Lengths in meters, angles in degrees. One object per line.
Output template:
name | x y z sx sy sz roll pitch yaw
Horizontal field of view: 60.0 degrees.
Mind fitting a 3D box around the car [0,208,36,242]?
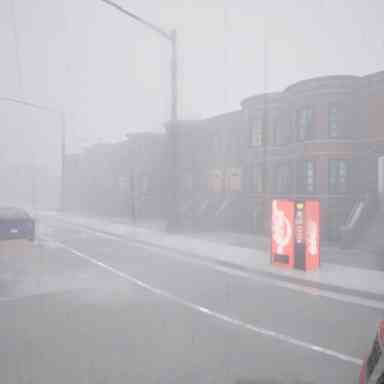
car | -8.827 1.477 15.779 1.882 1.535 5.008 0 0 -36

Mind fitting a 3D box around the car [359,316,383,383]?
car | 3.714 1.222 1.243 5.566 2.045 2.150 0 1 31

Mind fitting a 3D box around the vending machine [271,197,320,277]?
vending machine | 2.941 1.195 9.479 1.100 2.100 0.880 0 0 -40
